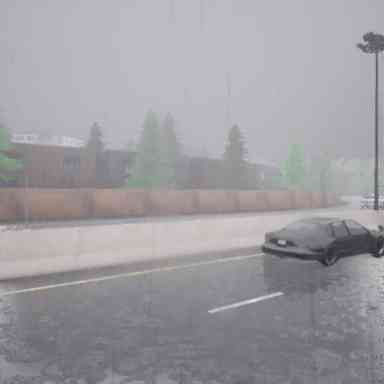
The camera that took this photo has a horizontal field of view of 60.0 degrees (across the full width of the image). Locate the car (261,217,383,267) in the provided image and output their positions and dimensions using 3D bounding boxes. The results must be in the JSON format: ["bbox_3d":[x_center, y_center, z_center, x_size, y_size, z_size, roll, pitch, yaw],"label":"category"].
[{"bbox_3d":[4.795,1.581,11.568,5.357,1.411,2.033,0,0,-35],"label":"car"}]
